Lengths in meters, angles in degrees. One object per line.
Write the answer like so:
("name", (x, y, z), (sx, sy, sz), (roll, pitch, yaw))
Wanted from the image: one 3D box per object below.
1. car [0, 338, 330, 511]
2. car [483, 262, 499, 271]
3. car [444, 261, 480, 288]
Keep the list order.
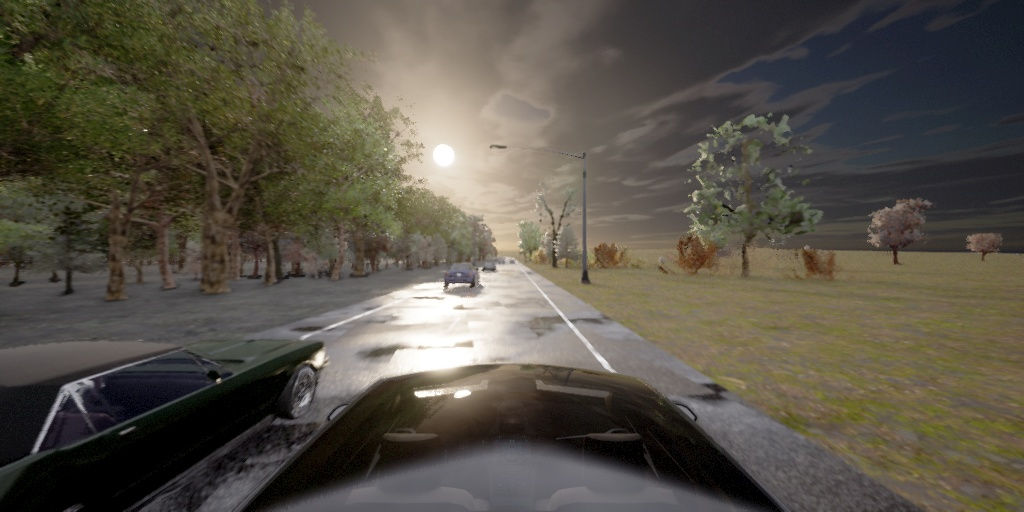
("car", (-3.502, 1.362, 2.947), (1.895, 1.301, 4.718), (0, 0, 0))
("car", (-3.504, 1.644, 56.157), (1.994, 1.385, 4.181), (0, 0, 0))
("car", (-3.503, 1.259, 25.835), (2.097, 1.767, 4.553), (0, 0, 0))
